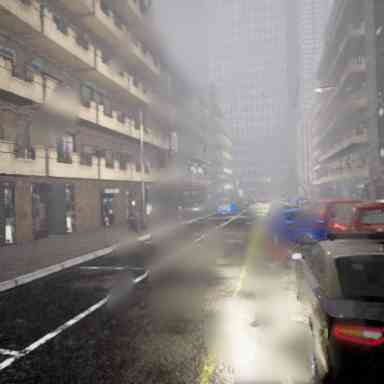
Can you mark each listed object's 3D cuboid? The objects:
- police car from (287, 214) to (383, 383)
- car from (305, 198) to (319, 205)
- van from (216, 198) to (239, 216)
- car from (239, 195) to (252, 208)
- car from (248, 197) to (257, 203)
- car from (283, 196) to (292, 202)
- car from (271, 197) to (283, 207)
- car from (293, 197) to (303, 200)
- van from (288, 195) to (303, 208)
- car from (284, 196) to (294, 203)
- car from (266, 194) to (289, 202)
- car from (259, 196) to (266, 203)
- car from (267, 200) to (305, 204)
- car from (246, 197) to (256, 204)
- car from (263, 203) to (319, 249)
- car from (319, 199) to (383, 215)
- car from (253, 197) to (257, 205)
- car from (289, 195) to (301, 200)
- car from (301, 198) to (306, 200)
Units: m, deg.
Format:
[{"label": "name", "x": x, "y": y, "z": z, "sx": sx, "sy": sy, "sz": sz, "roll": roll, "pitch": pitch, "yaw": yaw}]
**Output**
[{"label": "police car", "x": 2.676, "y": 1.396, "z": 5.218, "sx": 1.930, "sy": 1.638, "sz": 5.238, "roll": -2, "pitch": -1, "yaw": 14}, {"label": "car", "x": 7.283, "y": 1.256, "z": 16.747, "sx": 2.192, "sy": 1.841, "sz": 5.009, "roll": -2, "pitch": -1, "yaw": 14}, {"label": "van", "x": 3.601, "y": 1.550, "z": 34.773, "sx": 1.690, "sy": 1.788, "sz": 3.998, "roll": -2, "pitch": -1, "yaw": 14}, {"label": "car", "x": 7.576, "y": 1.677, "z": 50.938, "sx": 1.967, "sy": 1.590, "sz": 4.097, "roll": -2, "pitch": -1, "yaw": 14}, {"label": "car", "x": 14.198, "y": 1.826, "z": 77.882, "sx": 1.887, "sy": 1.381, "sz": 4.507, "roll": -2, "pitch": -1, "yaw": 14}, {"label": "car", "x": 21.892, "y": 1.569, "z": 76.187, "sx": 1.752, "sy": 1.417, "sz": 4.829, "roll": -2, "pitch": -1, "yaw": 14}, {"label": "car", "x": 13.951, "y": 1.611, "z": 54.567, "sx": 1.812, "sy": 1.442, "sz": 4.674, "roll": -2, "pitch": -1, "yaw": 14}, {"label": "car", "x": 11.303, "y": 1.497, "z": 33.076, "sx": 1.752, "sy": 1.417, "sz": 4.829, "roll": -2, "pitch": -1, "yaw": 14}, {"label": "van", "x": 15.226, "y": 1.341, "z": 49.080, "sx": 1.690, "sy": 1.788, "sz": 3.998, "roll": -2, "pitch": -1, "yaw": 14}, {"label": "car", "x": 20.529, "y": 1.579, "z": 70.633, "sx": 1.887, "sy": 1.381, "sz": 4.507, "roll": -2, "pitch": -1, "yaw": 14}, {"label": "car", "x": 10.646, "y": 1.285, "z": 41.073, "sx": 2.150, "sy": 2.045, "sz": 5.566, "roll": -2, "pitch": 0, "yaw": 14}, {"label": "car", "x": 16.184, "y": 1.677, "z": 75.189, "sx": 1.882, "sy": 1.535, "sz": 5.008, "roll": -2, "pitch": -1, "yaw": 14}, {"label": "car", "x": 5.907, "y": 1.521, "z": 20.660, "sx": 1.837, "sy": 1.490, "sz": 4.892, "roll": -2, "pitch": -1, "yaw": 28}, {"label": "car", "x": 12.876, "y": 1.838, "z": 72.493, "sx": 1.947, "sy": 1.339, "sz": 4.313, "roll": -2, "pitch": -1, "yaw": 14}, {"label": "car", "x": 4.405, "y": 1.484, "z": 14.770, "sx": 1.882, "sy": 1.535, "sz": 5.008, "roll": -2, "pitch": -1, "yaw": 2}, {"label": "car", "x": 5.959, "y": 1.246, "z": 11.358, "sx": 2.192, "sy": 1.841, "sz": 5.009, "roll": -3, "pitch": -1, "yaw": 14}, {"label": "car", "x": 11.542, "y": 1.579, "z": 67.106, "sx": 2.192, "sy": 1.841, "sz": 5.009, "roll": -2, "pitch": -1, "yaw": 14}, {"label": "car", "x": 12.583, "y": 1.421, "z": 38.301, "sx": 1.967, "sy": 1.590, "sz": 4.097, "roll": -2, "pitch": -1, "yaw": 14}, {"label": "car", "x": 8.612, "y": 1.391, "z": 22.134, "sx": 1.967, "sy": 1.590, "sz": 4.097, "roll": -2, "pitch": -1, "yaw": 14}]
